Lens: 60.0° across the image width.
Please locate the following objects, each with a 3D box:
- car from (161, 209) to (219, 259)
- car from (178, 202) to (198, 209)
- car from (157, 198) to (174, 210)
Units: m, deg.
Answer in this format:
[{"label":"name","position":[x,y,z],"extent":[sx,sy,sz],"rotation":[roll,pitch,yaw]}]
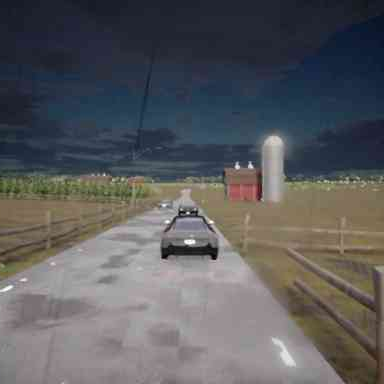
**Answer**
[{"label":"car","position":[-0.098,1.568,12.647],"extent":[1.994,1.385,4.181],"rotation":[0,0,-1]},{"label":"car","position":[-0.367,1.629,32.433],"extent":[1.895,1.301,4.718],"rotation":[0,0,-1]},{"label":"car","position":[-3.453,1.541,43.493],"extent":[2.128,1.511,4.902],"rotation":[0,0,-1]}]
